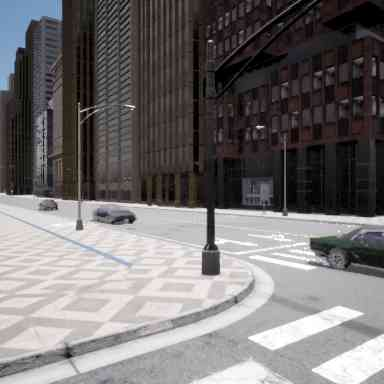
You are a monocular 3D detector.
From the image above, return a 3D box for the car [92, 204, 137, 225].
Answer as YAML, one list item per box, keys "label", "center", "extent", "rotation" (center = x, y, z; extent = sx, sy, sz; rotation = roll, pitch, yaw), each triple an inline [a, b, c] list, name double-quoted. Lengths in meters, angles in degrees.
- label: "car"
  center: [-6.233, 1.687, 26.117]
  extent: [2.033, 1.411, 5.357]
  rotation: [0, 0, -35]

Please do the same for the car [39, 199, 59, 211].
- label: "car"
  center: [-19.393, 1.751, 44.903]
  extent: [1.837, 1.490, 4.892]
  rotation: [0, -1, -35]

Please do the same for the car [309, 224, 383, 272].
- label: "car"
  center: [5.760, 1.611, 9.128]
  extent: [1.895, 1.301, 4.718]
  rotation: [0, 0, -35]
